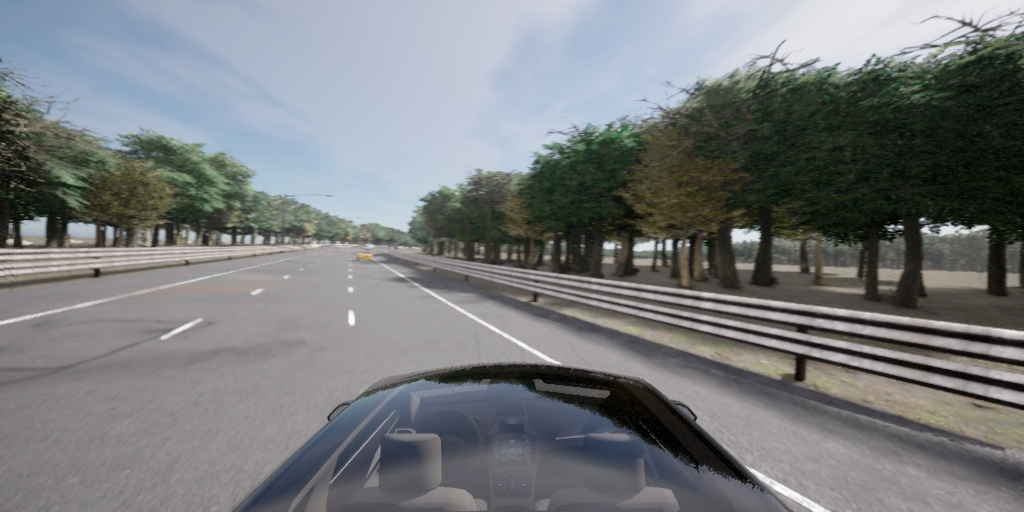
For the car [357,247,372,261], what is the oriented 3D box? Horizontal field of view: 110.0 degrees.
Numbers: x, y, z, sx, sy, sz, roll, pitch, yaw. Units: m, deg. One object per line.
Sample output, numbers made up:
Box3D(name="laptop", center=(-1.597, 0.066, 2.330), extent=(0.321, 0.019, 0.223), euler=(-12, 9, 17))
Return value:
Box3D(name="car", center=(-20.728, -0.104, 50.386), extent=(1.801, 1.575, 5.366), euler=(3, 1, -24))
